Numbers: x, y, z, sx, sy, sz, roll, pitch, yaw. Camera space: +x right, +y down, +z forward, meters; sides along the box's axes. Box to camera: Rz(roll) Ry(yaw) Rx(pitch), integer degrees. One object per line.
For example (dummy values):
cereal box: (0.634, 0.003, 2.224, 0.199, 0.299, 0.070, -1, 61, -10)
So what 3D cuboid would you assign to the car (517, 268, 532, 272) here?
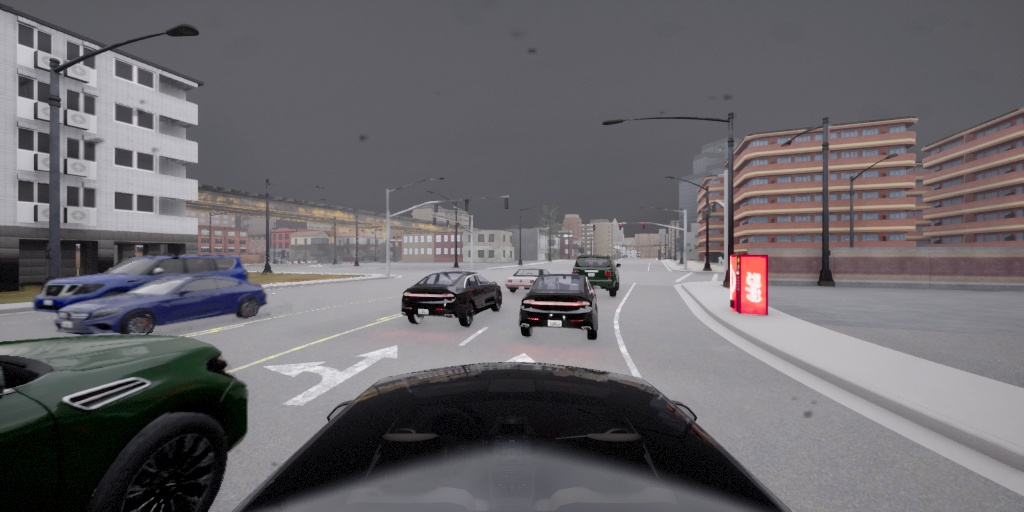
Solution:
car: (1.301, 1.351, 20.527, 1.895, 1.301, 4.718, 0, 0, 21)

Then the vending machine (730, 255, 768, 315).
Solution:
vending machine: (7.825, 0.945, 11.853, 1.100, 2.100, 0.880, 0, 0, 20)

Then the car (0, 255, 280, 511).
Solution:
car: (-3.298, 0.974, 0.646, 2.150, 2.045, 5.566, 0, 0, -1)

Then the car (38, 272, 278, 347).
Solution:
car: (-9.482, 1.276, 10.313, 1.812, 1.442, 4.674, 0, 0, 12)

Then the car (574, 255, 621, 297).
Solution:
car: (4.578, 0.971, 19.347, 2.150, 2.045, 5.566, 0, 0, 19)

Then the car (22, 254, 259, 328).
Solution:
car: (-12.519, 0.972, 12.865, 2.150, 2.045, 5.566, 0, 0, 14)

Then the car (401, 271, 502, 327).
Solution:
car: (-1.710, 1.242, 11.714, 2.128, 1.511, 4.902, 0, 0, 14)

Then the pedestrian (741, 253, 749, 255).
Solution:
pedestrian: (8.059, 0.795, 12.472, 0.375, 1.860, 0.375, 0, 0, 21)

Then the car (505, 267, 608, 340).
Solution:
car: (1.448, 1.242, 10.108, 2.128, 1.511, 4.902, 0, 0, 13)
